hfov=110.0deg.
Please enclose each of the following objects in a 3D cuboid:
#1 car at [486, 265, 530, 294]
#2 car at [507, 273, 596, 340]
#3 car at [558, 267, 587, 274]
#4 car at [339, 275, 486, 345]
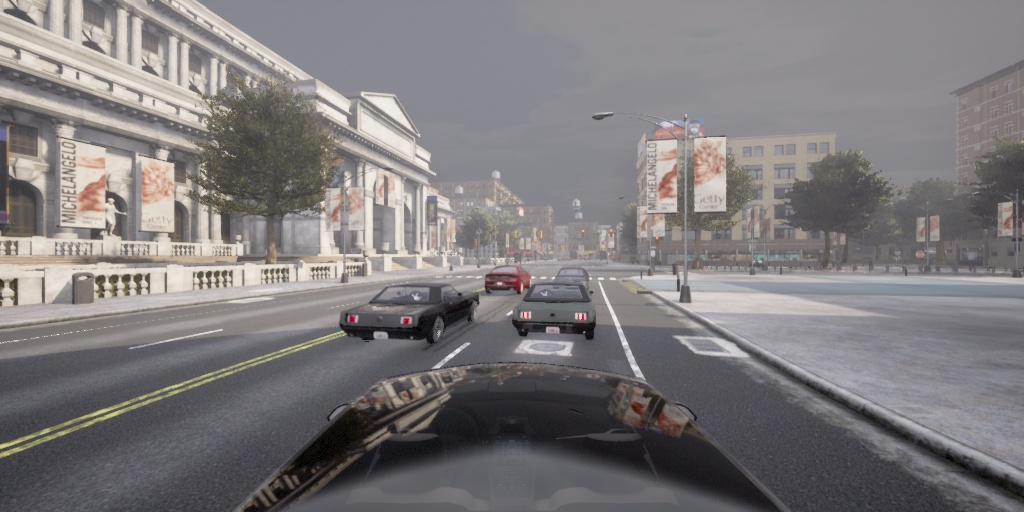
[{"bbox_3d":[-0.114,1.227,20.251,1.882,1.535,5.008,0,0,12],"label":"car"},{"bbox_3d":[1.335,1.350,10.088,1.895,1.301,4.718,0,0,11],"label":"car"},{"bbox_3d":[3.279,1.297,19.436,2.033,1.411,5.357,0,0,12],"label":"car"},{"bbox_3d":[-2.304,1.351,9.600,1.895,1.301,4.718,0,0,10],"label":"car"}]
